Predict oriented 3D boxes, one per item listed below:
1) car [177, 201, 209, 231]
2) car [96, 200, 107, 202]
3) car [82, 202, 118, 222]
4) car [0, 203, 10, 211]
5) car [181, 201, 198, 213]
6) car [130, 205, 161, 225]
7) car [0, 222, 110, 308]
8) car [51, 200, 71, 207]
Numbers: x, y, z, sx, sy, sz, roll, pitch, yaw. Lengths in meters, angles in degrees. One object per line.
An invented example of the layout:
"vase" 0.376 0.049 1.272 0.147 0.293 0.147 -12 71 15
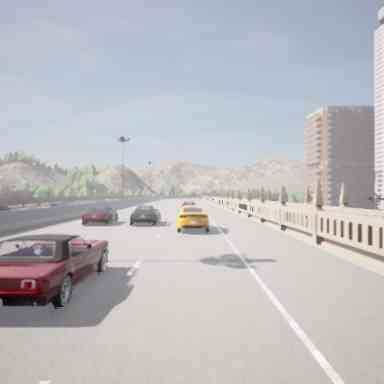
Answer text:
"car" 0.052 1.596 21.378 1.882 1.535 5.008 0 0 -1
"car" -14.900 1.918 54.853 1.895 1.301 4.718 0 0 -2
"car" -7.008 1.707 25.685 1.994 1.385 4.181 0 0 -1
"car" -17.745 1.652 28.861 2.128 1.511 4.902 0 0 -1
"car" -0.394 1.792 41.105 1.994 1.385 4.181 0 0 -2
"car" -3.504 1.705 25.433 1.994 1.385 4.181 0 0 -1
"car" -3.405 1.646 7.982 1.895 1.301 4.718 0 0 0
"car" -21.926 1.952 55.647 1.895 1.301 4.718 0 0 -2
